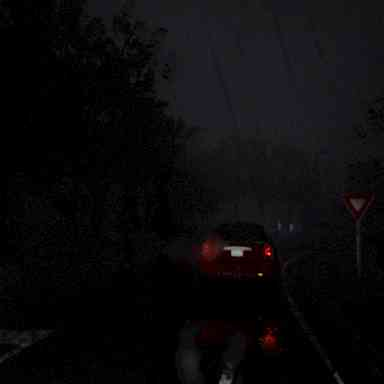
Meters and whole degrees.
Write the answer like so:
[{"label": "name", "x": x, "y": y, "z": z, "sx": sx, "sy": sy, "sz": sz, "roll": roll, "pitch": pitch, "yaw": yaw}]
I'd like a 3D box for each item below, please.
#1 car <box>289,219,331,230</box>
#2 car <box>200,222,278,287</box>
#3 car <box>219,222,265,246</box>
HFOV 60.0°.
[{"label": "car", "x": 15.367, "y": 4.171, "z": 43.220, "sx": 5.357, "sy": 1.411, "sz": 2.033, "roll": 1, "pitch": -4, "yaw": -1}, {"label": "car", "x": 1.634, "y": 1.761, "z": 10.723, "sx": 2.097, "sy": 1.767, "sz": 4.553, "roll": -1, "pitch": -4, "yaw": 12}, {"label": "car", "x": 3.597, "y": 2.845, "z": 23.212, "sx": 1.895, "sy": 1.301, "sz": 4.718, "roll": -2, "pitch": -4, "yaw": 25}]
